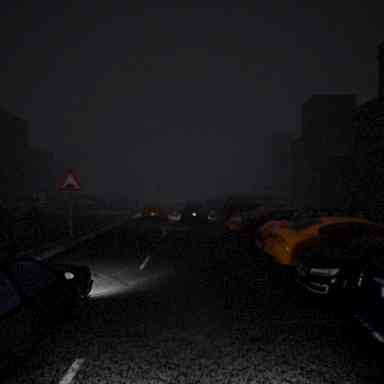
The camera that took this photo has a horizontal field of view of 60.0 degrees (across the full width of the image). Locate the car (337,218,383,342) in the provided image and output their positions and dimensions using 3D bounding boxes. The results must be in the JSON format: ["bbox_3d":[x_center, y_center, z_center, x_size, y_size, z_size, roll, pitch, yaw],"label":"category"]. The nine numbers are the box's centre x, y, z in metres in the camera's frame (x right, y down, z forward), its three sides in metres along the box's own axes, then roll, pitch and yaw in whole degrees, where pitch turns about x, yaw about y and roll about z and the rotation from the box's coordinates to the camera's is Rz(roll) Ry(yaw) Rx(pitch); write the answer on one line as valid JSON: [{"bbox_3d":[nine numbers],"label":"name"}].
[{"bbox_3d":[4.679,1.354,4.342,4.553,1.767,2.185,0,0,0],"label":"car"}]

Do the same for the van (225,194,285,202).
[{"bbox_3d":[4.828,1.277,23.795,4.442,1.987,1.878,0,0,0],"label":"van"}]

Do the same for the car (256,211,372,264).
[{"bbox_3d":[4.706,1.485,9.896,5.008,1.535,2.097,0,0,0],"label":"car"}]

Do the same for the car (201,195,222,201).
[{"bbox_3d":[4.816,1.551,82.276,4.892,1.521,2.231,0,0,0],"label":"car"}]

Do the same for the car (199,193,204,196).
[{"bbox_3d":[4.802,1.276,71.038,5.566,2.045,2.435,0,0,0],"label":"car"}]

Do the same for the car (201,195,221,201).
[{"bbox_3d":[4.847,1.587,85.056,4.792,1.488,2.163,0,0,0],"label":"car"}]

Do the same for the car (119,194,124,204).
[{"bbox_3d":[-15.535,1.531,60.856,5.008,1.535,2.097,0,0,0],"label":"car"}]

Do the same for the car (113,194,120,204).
[{"bbox_3d":[-15.536,1.575,58.099,4.674,1.452,2.002,0,0,0],"label":"car"}]

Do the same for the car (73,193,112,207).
[{"bbox_3d":[-15.504,1.294,49.825,5.566,2.045,2.435,0,0,0],"label":"car"}]

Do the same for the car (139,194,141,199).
[{"bbox_3d":[-15.739,1.536,80.155,5.366,1.575,1.946,0,0,0],"label":"car"}]

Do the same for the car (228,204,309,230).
[{"bbox_3d":[4.714,1.540,21.015,4.674,1.452,2.002,0,0,0],"label":"car"}]

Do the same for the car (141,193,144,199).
[{"bbox_3d":[-15.366,1.542,82.918,5.366,1.575,1.946,0,0,0],"label":"car"}]

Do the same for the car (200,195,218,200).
[{"bbox_3d":[4.839,1.586,93.268,5.008,1.535,2.097,0,0,0],"label":"car"}]

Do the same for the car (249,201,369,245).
[{"bbox_3d":[4.742,1.362,12.678,4.553,1.767,2.185,0,0,0],"label":"car"}]

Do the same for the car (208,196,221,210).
[{"bbox_3d":[4.684,1.547,40.472,4.792,1.488,2.163,0,0,0],"label":"car"}]

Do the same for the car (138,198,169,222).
[{"bbox_3d":[-2.900,1.487,26.826,1.882,1.535,5.008,0,-1,0],"label":"car"}]

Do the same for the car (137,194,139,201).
[{"bbox_3d":[-15.581,1.564,77.398,4.792,1.488,2.163,0,0,0],"label":"car"}]

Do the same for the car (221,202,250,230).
[{"bbox_3d":[4.526,1.493,18.236,5.366,1.575,1.946,0,0,0],"label":"car"}]

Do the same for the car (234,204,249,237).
[{"bbox_3d":[4.706,1.492,15.456,5.008,1.535,2.097,0,0,0],"label":"car"}]

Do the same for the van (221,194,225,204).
[{"bbox_3d":[4.829,1.280,26.574,4.442,1.987,1.878,0,0,0],"label":"van"}]

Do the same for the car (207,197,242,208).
[{"bbox_3d":[4.719,1.520,48.811,5.008,1.535,2.097,0,0,0],"label":"car"}]

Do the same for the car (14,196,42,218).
[{"bbox_3d":[-15.548,1.418,27.886,4.553,1.767,2.185,0,0,0],"label":"car"}]

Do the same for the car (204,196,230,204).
[{"bbox_3d":[4.718,1.551,62.700,4.792,1.488,2.163,0,0,0],"label":"car"}]

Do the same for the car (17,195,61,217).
[{"bbox_3d":[-15.547,1.296,30.521,5.566,2.045,2.435,0,0,0],"label":"car"}]

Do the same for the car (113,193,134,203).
[{"bbox_3d":[-15.518,1.275,69.128,5.566,2.045,2.435,0,0,0],"label":"car"}]

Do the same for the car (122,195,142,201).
[{"bbox_3d":[-15.519,1.582,85.675,4.792,1.488,2.163,0,0,0],"label":"car"}]

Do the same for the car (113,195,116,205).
[{"bbox_3d":[-15.534,1.579,55.211,4.674,1.452,2.002,0,0,0],"label":"car"}]

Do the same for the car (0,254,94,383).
[{"bbox_3d":[-2.900,1.548,4.283,2.033,1.411,5.357,0,0,0],"label":"car"}]

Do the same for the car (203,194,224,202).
[{"bbox_3d":[4.815,1.407,73.850,4.553,1.767,2.185,0,0,0],"label":"car"}]

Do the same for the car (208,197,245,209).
[{"bbox_3d":[4.707,1.521,46.031,4.892,1.521,2.231,0,0,0],"label":"car"}]

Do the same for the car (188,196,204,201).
[{"bbox_3d":[0.104,1.602,42.100,1.994,1.385,4.181,0,0,0],"label":"car"}]

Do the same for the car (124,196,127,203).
[{"bbox_3d":[-15.545,1.568,63.614,4.674,1.452,2.002,0,0,0],"label":"car"}]

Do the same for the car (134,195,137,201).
[{"bbox_3d":[-15.736,1.527,74.640,5.366,1.575,1.946,0,0,0],"label":"car"}]

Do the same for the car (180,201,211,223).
[{"bbox_3d":[0.138,1.561,24.961,1.994,1.385,4.181,0,-2,-1],"label":"car"}]

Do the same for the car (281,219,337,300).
[{"bbox_3d":[4.716,1.483,7.119,4.892,1.521,2.231,0,0,0],"label":"car"}]

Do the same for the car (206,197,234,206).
[{"bbox_3d":[4.758,1.550,57.142,4.792,1.488,2.163,0,0,0],"label":"car"}]

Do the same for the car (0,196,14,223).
[{"bbox_3d":[-15.542,1.283,22.247,5.566,2.045,2.435,0,0,0],"label":"car"}]

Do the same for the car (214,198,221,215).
[{"bbox_3d":[4.706,1.510,29.354,4.892,1.521,2.231,0,0,0],"label":"car"}]

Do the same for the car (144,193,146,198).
[{"bbox_3d":[-15.515,1.591,88.431,4.792,1.488,2.163,0,0,0],"label":"car"}]

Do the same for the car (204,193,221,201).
[{"bbox_3d":[4.685,1.268,43.252,5.566,2.045,2.435,0,0,0],"label":"car"}]

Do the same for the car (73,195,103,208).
[{"bbox_3d":[-15.533,1.589,47.067,4.674,1.452,2.002,0,0,0],"label":"car"}]

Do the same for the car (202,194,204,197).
[{"bbox_3d":[4.924,1.518,59.919,5.366,1.575,1.946,0,0,0],"label":"car"}]

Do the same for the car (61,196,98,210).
[{"bbox_3d":[-15.500,1.580,44.309,4.792,1.488,2.163,0,0,0],"label":"car"}]

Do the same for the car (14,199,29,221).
[{"bbox_3d":[-15.510,1.539,25.129,5.008,1.535,2.097,0,0,0],"label":"car"}]
